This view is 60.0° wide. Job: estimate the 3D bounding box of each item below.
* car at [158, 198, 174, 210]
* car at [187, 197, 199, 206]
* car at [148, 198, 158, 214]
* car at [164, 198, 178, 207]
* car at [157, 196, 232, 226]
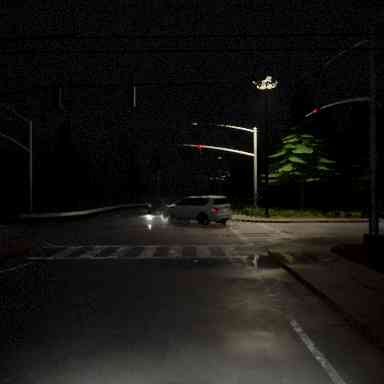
[{"bbox_3d":[-3.598,1.641,46.562,1.837,1.490,4.892,0,0,0],"label":"car"},{"bbox_3d":[0.179,1.621,57.559,1.882,1.535,5.008,0,0,1],"label":"car"},{"bbox_3d":[-3.612,1.464,36.691,2.097,1.767,4.553,0,0,0],"label":"car"},{"bbox_3d":[-3.509,1.724,56.641,1.994,1.385,4.181,0,0,1],"label":"car"},{"bbox_3d":[0.343,1.297,24.310,5.566,2.045,2.150,0,2,43],"label":"car"}]
